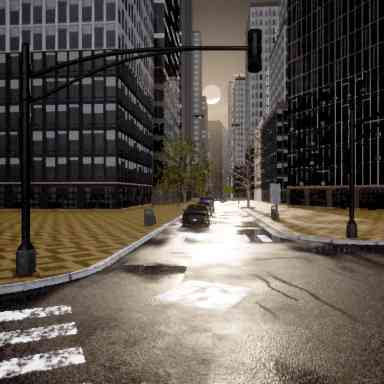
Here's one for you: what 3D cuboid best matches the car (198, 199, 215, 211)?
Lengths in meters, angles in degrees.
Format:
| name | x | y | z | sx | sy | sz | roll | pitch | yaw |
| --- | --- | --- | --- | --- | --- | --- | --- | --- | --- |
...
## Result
| name | x | y | z | sx | sy | sz | roll | pitch | yaw |
| --- | --- | --- | --- | --- | --- | --- | --- | --- | --- |
| car | 1.193 | 1.777 | 35.336 | 1.812 | 1.442 | 4.674 | 0 | 0 | 5 |

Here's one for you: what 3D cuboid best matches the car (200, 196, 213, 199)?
| name | x | y | z | sx | sy | sz | roll | pitch | yaw |
| --- | --- | --- | --- | --- | --- | --- | --- | --- | --- |
| car | 2.030 | 1.554 | 45.963 | 2.150 | 2.045 | 5.566 | 0 | 0 | 5 |

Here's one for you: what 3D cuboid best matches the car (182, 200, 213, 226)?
| name | x | y | z | sx | sy | sz | roll | pitch | yaw |
| --- | --- | --- | --- | --- | --- | --- | --- | --- | --- |
| car | 0.388 | 1.654 | 25.148 | 1.882 | 1.535 | 5.008 | 0 | 0 | 5 |
